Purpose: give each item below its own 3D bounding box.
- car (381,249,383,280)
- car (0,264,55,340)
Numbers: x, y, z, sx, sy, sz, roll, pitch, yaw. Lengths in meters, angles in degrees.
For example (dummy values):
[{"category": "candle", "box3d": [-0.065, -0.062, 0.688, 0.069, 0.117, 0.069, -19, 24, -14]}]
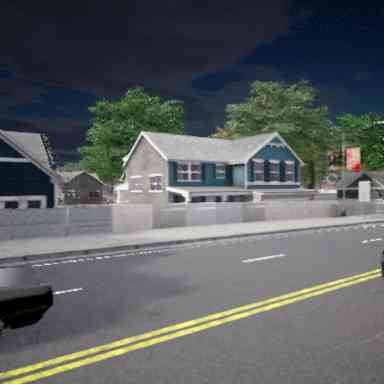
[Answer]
[{"category": "car", "box3d": [6.407, 1.506, 8.002, 4.892, 1.490, 1.837, 0, 0, -35]}, {"category": "car", "box3d": [-4.526, 1.602, 4.446, 4.718, 1.301, 1.895, 0, 0, -35]}]
